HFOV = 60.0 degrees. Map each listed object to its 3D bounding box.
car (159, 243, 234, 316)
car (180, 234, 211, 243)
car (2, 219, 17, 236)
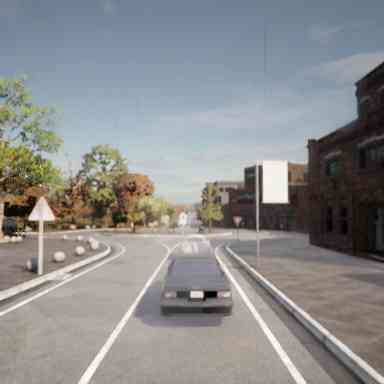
[{"bbox_3d":[0.102,2.525,9.897,2.033,1.411,5.357,0,-5,0],"label":"car"},{"bbox_3d":[0.228,3.373,20.917,1.812,1.442,4.674,0,-5,2],"label":"car"},{"bbox_3d":[-24.787,4.417,41.256,5.566,2.045,2.150,4,-5,-37],"label":"car"}]
